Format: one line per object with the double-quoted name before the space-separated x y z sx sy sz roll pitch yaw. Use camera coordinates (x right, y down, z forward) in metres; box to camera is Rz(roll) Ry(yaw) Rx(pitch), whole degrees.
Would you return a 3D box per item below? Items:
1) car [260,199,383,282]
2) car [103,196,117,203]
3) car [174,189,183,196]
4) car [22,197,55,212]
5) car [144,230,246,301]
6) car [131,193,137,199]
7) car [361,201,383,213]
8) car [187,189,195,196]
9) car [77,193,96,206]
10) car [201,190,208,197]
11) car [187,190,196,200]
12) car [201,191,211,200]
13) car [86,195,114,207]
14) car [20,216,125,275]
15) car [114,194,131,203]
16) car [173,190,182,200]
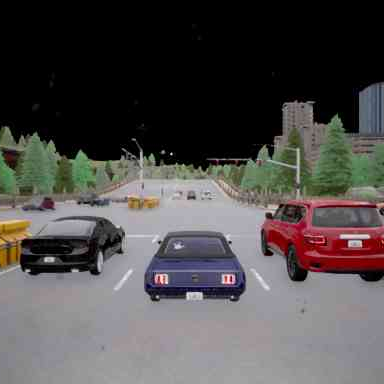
"car" 3.574 1.221 9.936 2.150 2.045 5.566 0 0 0
"car" -17.546 1.497 71.575 1.895 1.301 4.718 0 1 0
"car" -3.652 0.163 91.402 2.128 1.511 4.902 0 7 0
"car" -17.594 1.352 38.349 2.097 1.767 4.553 0 0 0
"car" 0.069 1.601 8.255 1.895 1.301 4.718 0 0 0
"car" -14.080 1.142 77.852 1.882 1.535 5.008 0 2 0
"car" 21.141 1.601 35.914 4.718 1.301 1.895 0 0 0
"car" -0.152 0.163 91.420 2.128 1.511 4.902 0 7 0
"car" -17.578 1.223 56.089 2.150 2.045 5.566 0 0 0
"car" 3.353 0.348 90.325 1.895 1.301 4.718 0 7 0
"car" -0.098 0.834 81.231 2.097 1.767 4.553 0 4 0
"car" 3.410 0.794 79.866 2.150 2.045 5.566 0 3 0
"car" -14.087 1.547 51.285 2.033 1.411 5.357 0 0 0
"car" -3.420 1.478 10.481 1.882 1.535 5.008 0 0 0
"car" -14.031 1.514 66.835 1.812 1.442 4.674 0 0 0
"car" -3.597 1.004 81.181 1.812 1.442 4.674 0 4 0
